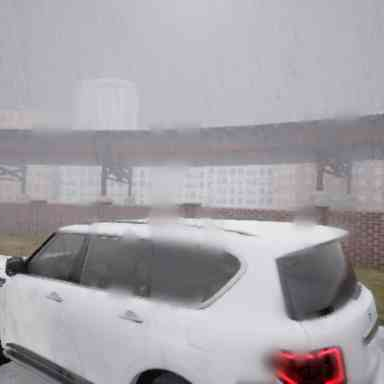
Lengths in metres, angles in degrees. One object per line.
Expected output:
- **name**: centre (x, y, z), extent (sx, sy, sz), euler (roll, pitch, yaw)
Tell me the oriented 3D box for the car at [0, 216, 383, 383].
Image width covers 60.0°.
- **car**: centre (-0.737, 1.332, 4.226), extent (5.566, 2.045, 2.150), euler (-1, -2, 37)
